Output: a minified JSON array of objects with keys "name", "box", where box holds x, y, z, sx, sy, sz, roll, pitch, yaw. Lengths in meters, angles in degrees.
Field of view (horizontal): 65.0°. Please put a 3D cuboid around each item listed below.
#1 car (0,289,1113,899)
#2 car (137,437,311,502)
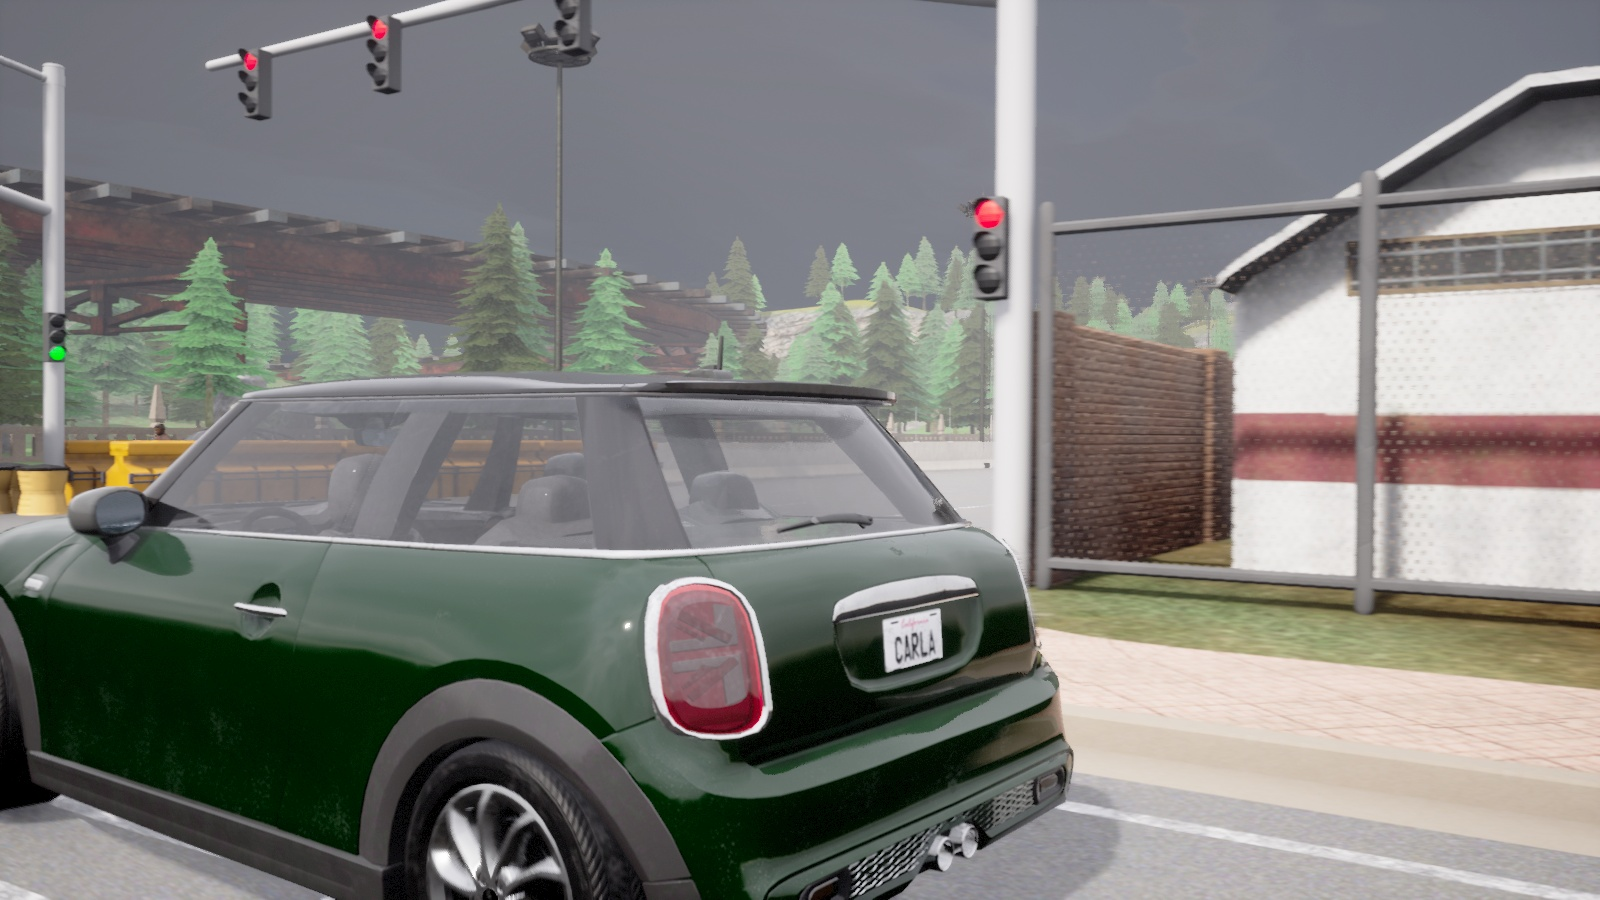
[{"name":"car","box":[-1.402,0.544,4.754,4.553,1.767,2.097,0,1,37]},{"name":"car","box":[-14.868,0.454,32.560,1.789,1.549,3.705,0,1,32]}]
